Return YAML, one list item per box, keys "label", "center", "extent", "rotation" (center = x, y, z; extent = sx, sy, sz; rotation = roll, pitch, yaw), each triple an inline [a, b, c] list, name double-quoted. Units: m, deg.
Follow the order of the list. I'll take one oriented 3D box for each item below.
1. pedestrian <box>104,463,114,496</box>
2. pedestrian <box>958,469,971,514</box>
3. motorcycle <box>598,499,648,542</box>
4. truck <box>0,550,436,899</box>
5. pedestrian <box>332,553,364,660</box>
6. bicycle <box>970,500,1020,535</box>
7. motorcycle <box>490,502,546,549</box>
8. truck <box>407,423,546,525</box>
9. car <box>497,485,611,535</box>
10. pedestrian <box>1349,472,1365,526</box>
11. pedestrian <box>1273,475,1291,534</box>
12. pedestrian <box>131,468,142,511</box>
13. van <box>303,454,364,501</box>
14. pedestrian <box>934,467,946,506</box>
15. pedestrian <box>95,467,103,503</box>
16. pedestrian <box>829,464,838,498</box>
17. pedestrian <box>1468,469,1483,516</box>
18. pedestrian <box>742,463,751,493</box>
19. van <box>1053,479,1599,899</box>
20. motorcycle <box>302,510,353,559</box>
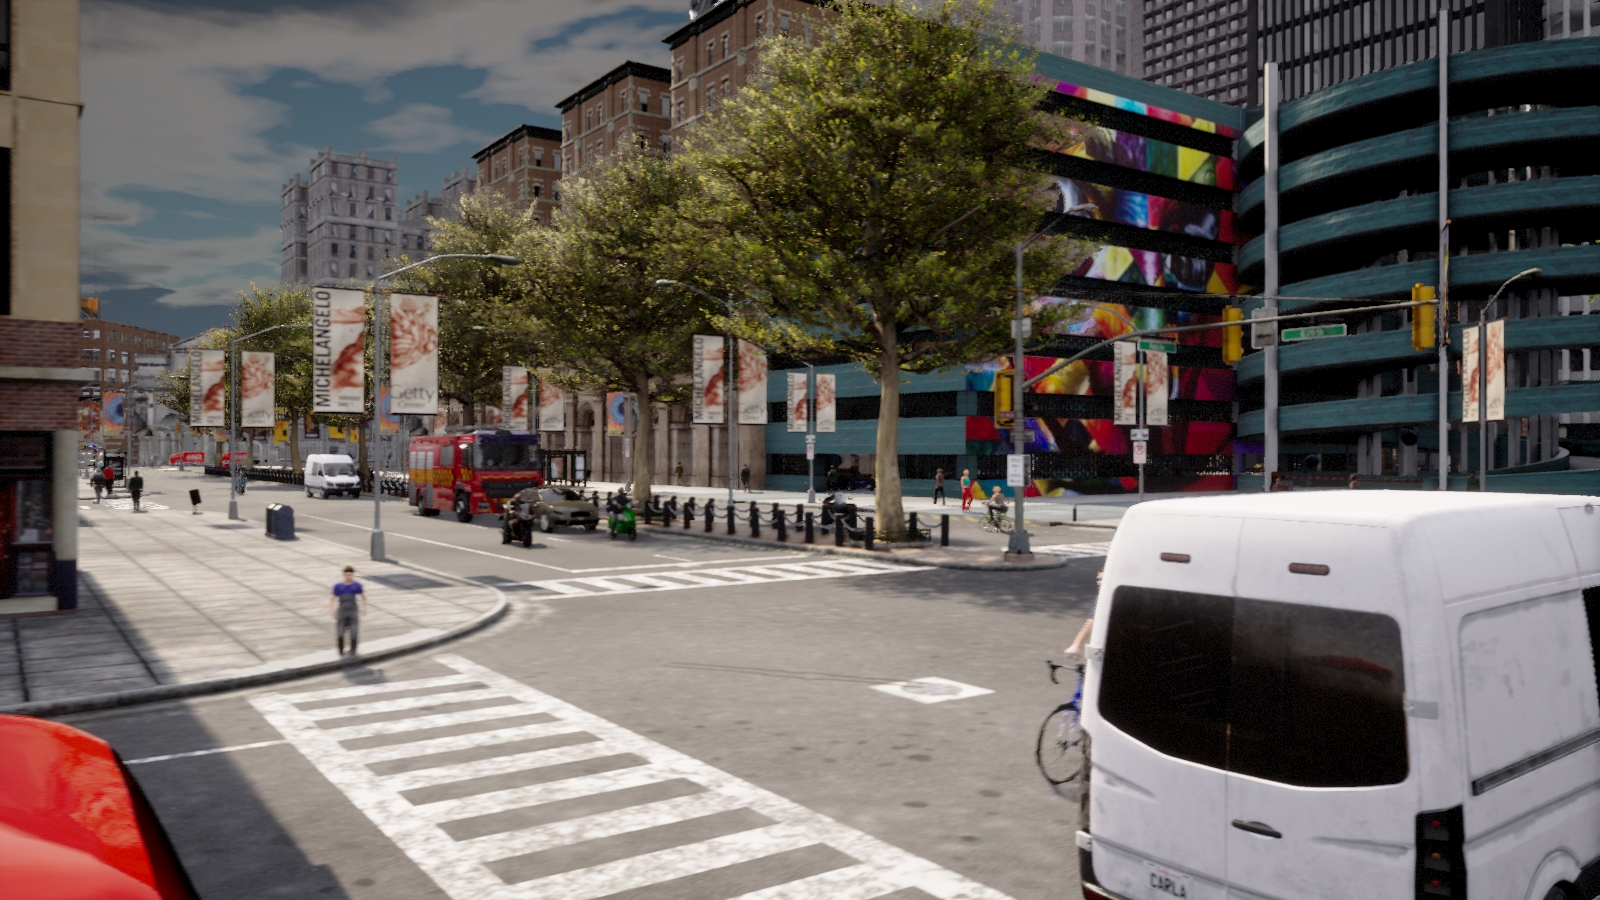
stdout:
- label: "pedestrian"
  center: [-40.089, 1.700, 66.274]
  extent: [0.375, 1.860, 0.375]
  rotation: [0, 0, 29]
- label: "pedestrian"
  center: [6.885, 1.716, 47.839]
  extent: [0.375, 1.860, 0.375]
  rotation: [0, 0, -41]
- label: "motorcycle"
  center: [-5.583, 2.192, 35.973]
  extent: [0.856, 1.236, 1.805]
  rotation: [0, 0, -35]
- label: "truck"
  center: [-3.460, 1.563, 1.369]
  extent: [5.204, 2.467, 2.627]
  rotation: [0, 0, -35]
- label: "pedestrian"
  center: [-5.781, 1.996, 14.622]
  extent: [0.375, 1.300, 0.375]
  rotation: [0, 0, -22]
- label: "bicycle"
  center: [6.603, 2.272, 38.748]
  extent: [0.859, 1.080, 1.487]
  rotation: [0, 0, -36]
- label: "motorcycle"
  center: [-8.386, 2.213, 33.898]
  extent: [0.867, 1.251, 2.209]
  rotation: [0, 0, -35]
- label: "truck"
  center: [-13.531, 0.901, 47.220]
  extent: [2.891, 3.827, 8.468]
  rotation: [0, 0, -35]
- label: "car"
  center: [-8.791, 2.071, 40.524]
  extent: [2.231, 1.480, 4.892]
  rotation: [0, 0, -35]
- label: "pedestrian"
  center: [19.616, 1.721, 40.256]
  extent: [0.375, 1.860, 0.375]
  rotation: [0, 0, -36]
- label: "pedestrian"
  center: [15.212, 1.716, 36.059]
  extent: [0.375, 1.860, 0.375]
  rotation: [0, 0, -37]
- label: "pedestrian"
  center: [-28.616, 1.700, 49.263]
  extent: [0.375, 1.860, 0.375]
  rotation: [0, 0, -36]
- label: "van"
  center: [-27.262, 1.544, 66.663]
  extent: [1.988, 2.561, 5.915]
  rotation: [0, 0, -35]
- label: "pedestrian"
  center: [6.655, 1.718, 54.300]
  extent: [0.375, 1.860, 0.375]
  rotation: [0, 0, -27]
- label: "pedestrian"
  center: [-37.296, 1.852, 60.784]
  extent: [0.375, 1.860, 0.375]
  rotation: [0, 0, -34]
- label: "pedestrian"
  center: [1.839, 1.718, 62.869]
  extent: [0.375, 1.860, 0.375]
  rotation: [0, 0, -32]
- label: "pedestrian"
  center: [27.466, 1.724, 46.474]
  extent: [0.375, 1.860, 0.375]
  rotation: [0, 0, -31]
- label: "pedestrian"
  center: [-3.335, 1.718, 71.188]
  extent: [0.375, 1.860, 0.375]
  rotation: [0, 0, -31]
- label: "van"
  center: [4.295, 1.540, 7.290]
  extent: [5.915, 2.561, 1.988]
  rotation: [0, 0, -39]
- label: "motorcycle"
  center: [-12.548, 2.217, 30.310]
  extent: [0.803, 1.145, 2.033]
  rotation: [0, 0, -35]
